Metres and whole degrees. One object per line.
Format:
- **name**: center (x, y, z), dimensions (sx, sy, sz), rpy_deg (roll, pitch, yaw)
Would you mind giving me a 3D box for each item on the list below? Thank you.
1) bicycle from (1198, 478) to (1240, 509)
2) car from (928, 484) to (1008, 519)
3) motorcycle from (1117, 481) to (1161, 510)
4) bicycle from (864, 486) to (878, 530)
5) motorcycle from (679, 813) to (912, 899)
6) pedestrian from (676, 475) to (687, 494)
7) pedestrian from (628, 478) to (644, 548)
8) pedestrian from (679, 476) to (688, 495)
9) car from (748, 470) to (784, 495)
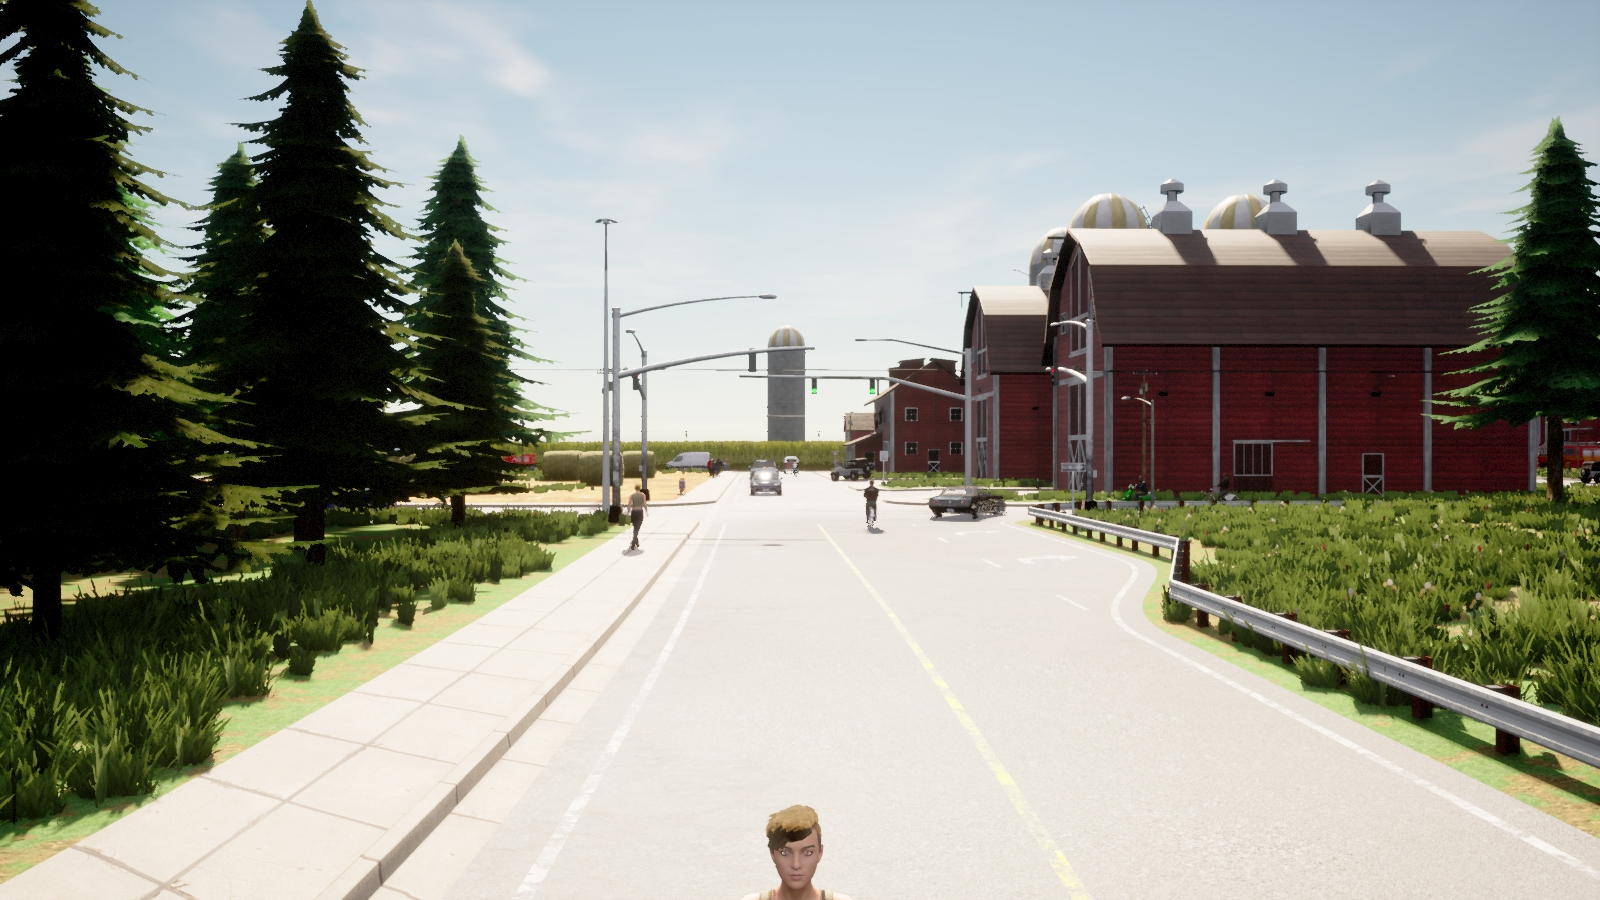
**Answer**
- **bicycle**: center (19.800, 2.064, 53.998), dimensions (1.835, 1.471, 0.329), rpy_deg (0, 0, -1)
- **car**: center (7.159, 2.145, 48.376), dimensions (1.895, 1.301, 4.718), rpy_deg (0, 0, 28)
- **motorcycle**: center (15.989, 2.145, 53.899), dimensions (1.805, 1.316, 0.856), rpy_deg (0, 0, -1)
- **bicycle**: center (2.517, 2.036, 40.700), dimensions (0.329, 1.471, 1.835), rpy_deg (0, 0, -2)
- **motorcycle**: center (-0.013, 2.128, 3.457), dimensions (0.764, 1.307, 2.356), rpy_deg (0, 0, 0)
- **pedestrian**: center (-6.962, 2.056, 67.249), dimensions (0.500, 1.100, 0.500), rpy_deg (0, 0, -23)
- **pedestrian**: center (-4.360, 1.671, 30.406), dimensions (0.375, 1.860, 0.375), rpy_deg (0, 0, 1)
- **pedestrian**: center (-6.787, 2.054, 66.565), dimensions (0.500, 1.100, 0.500), rpy_deg (0, 0, -13)
- **car**: center (-2.153, 2.036, 72.119), dimensions (2.163, 1.488, 4.792), rpy_deg (0, 0, -2)
